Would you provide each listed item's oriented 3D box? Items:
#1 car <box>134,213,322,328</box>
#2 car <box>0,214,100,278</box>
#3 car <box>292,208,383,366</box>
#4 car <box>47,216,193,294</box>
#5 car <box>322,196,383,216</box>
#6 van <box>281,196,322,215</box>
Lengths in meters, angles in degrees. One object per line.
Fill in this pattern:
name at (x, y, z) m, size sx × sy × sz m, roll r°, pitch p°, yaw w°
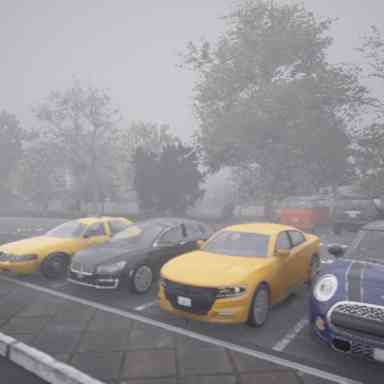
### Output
car at (1.331, 1.468, 7.328) m, size 2.097 × 1.535 × 5.008 m, roll 0°, pitch 0°, yaw 36°
car at (-3.289, 1.484, 10.392) m, size 1.946 × 1.575 × 5.366 m, roll 0°, pitch 0°, yaw 36°
car at (3.605, 1.346, 5.734) m, size 2.185 × 1.767 × 4.553 m, roll 0°, pitch 0°, yaw 36°
car at (-0.925, 1.474, 8.938) m, size 2.231 × 1.521 × 4.892 m, roll 0°, pitch 0°, yaw 36°
car at (9.127, 1.215, 17.859) m, size 2.435 × 2.045 × 5.566 m, roll 0°, pitch 0°, yaw 36°
van at (6.826, 1.246, 19.613) m, size 1.878 × 1.987 × 4.442 m, roll 0°, pitch 0°, yaw 36°
